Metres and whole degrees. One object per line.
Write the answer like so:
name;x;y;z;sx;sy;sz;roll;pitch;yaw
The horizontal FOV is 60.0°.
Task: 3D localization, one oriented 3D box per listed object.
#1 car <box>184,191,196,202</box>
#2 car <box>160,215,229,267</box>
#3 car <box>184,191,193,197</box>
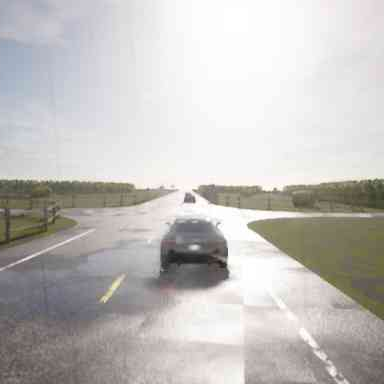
car;-0.367;0.965;55.150;1.994;1.385;4.181;0;1;-1
car;0.054;1.447;10.981;1.994;1.385;4.181;0;1;0
car;-0.909;0.561;85.804;2.128;1.511;4.902;0;1;-1
